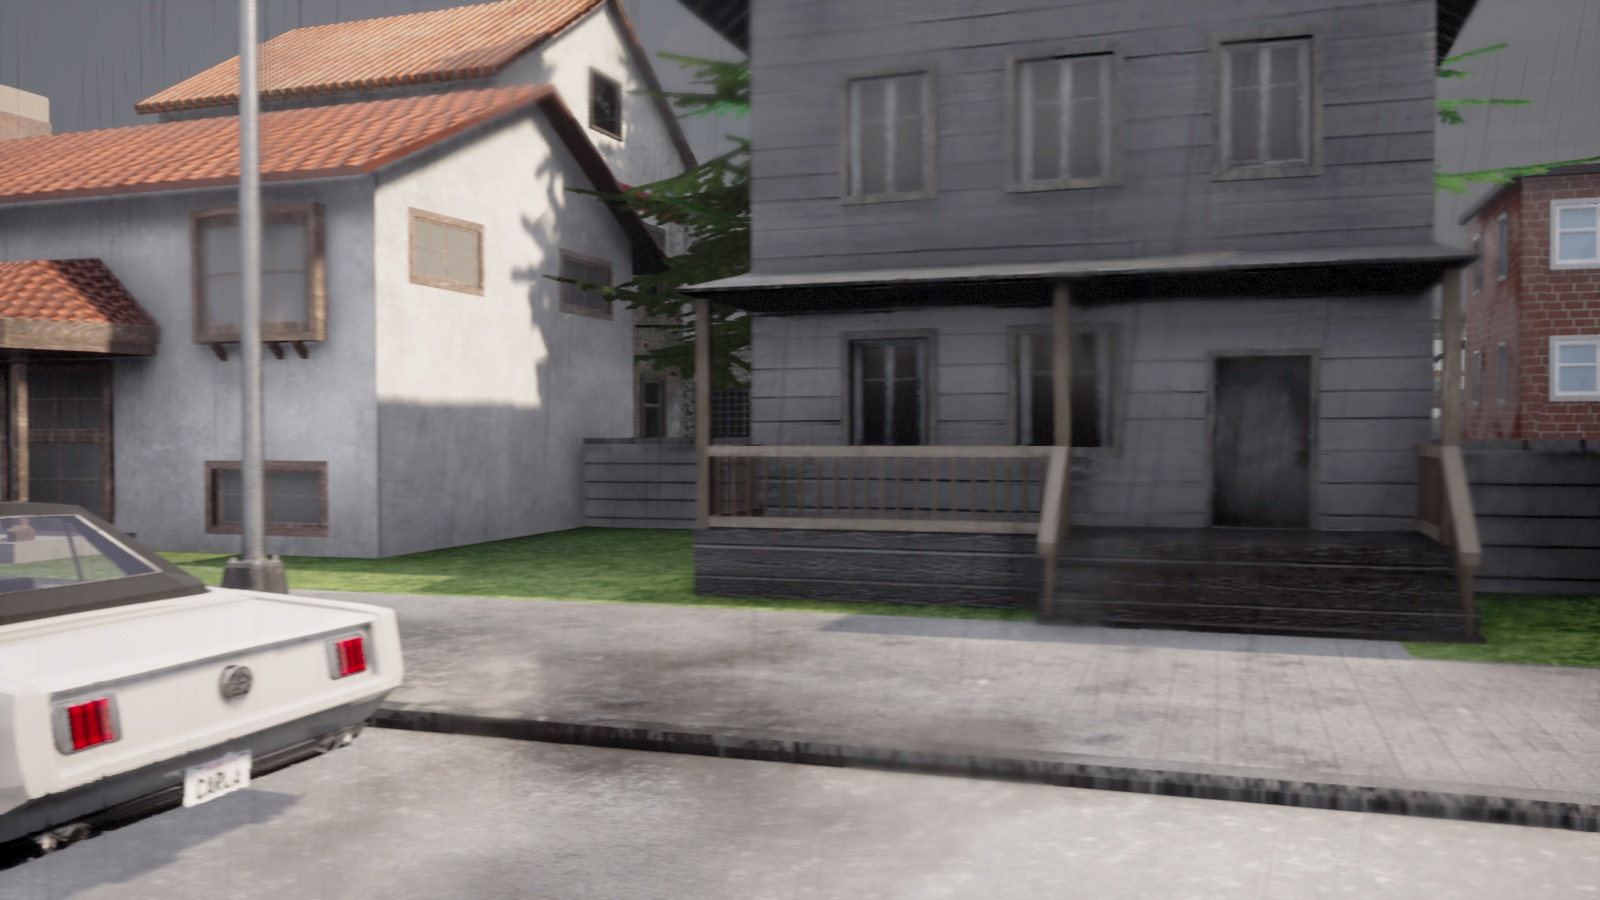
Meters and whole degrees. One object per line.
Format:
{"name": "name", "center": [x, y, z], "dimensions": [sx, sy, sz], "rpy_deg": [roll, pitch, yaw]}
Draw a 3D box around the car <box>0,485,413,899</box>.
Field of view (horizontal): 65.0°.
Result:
{"name": "car", "center": [-4.162, 0.829, 5.124], "dimensions": [4.718, 1.301, 1.895], "rpy_deg": [1, 1, 19]}
